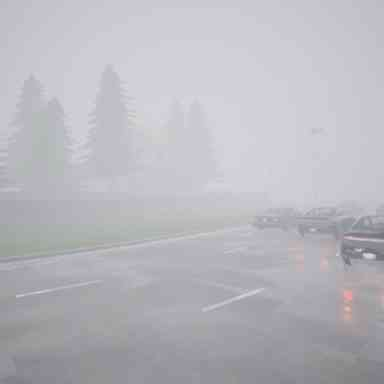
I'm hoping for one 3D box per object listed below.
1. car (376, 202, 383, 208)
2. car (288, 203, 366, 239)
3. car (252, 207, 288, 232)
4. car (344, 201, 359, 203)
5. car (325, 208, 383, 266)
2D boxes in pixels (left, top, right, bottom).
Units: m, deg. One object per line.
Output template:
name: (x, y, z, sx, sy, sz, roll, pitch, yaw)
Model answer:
car: (19.131, 1.585, 31.965, 1.895, 1.301, 4.718, -1, -1, 39)
car: (7.044, 1.522, 17.010, 2.128, 1.511, 4.902, -1, 0, 39)
car: (5.691, 1.618, 20.754, 2.033, 1.411, 5.357, -1, 0, 39)
car: (16.440, 1.592, 34.206, 1.994, 1.385, 4.181, -1, -1, 39)
car: (6.324, 1.490, 10.709, 2.128, 1.511, 4.902, -1, 0, 41)
